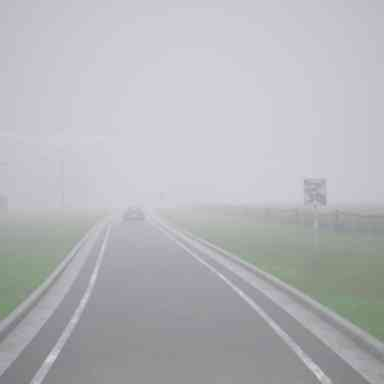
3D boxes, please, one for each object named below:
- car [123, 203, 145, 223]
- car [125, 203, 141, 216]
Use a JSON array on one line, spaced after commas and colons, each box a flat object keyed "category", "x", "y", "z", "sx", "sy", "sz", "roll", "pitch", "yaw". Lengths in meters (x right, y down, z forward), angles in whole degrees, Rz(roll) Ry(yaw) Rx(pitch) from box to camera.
[{"category": "car", "x": -5.351, "y": 2.031, "z": 30.714, "sx": 1.994, "sy": 1.385, "sz": 4.181, "roll": -1, "pitch": -1, "yaw": -11}, {"category": "car", "x": -7.378, "y": 2.159, "z": 41.647, "sx": 1.812, "sy": 1.442, "sz": 4.674, "roll": -1, "pitch": -1, "yaw": -10}]
